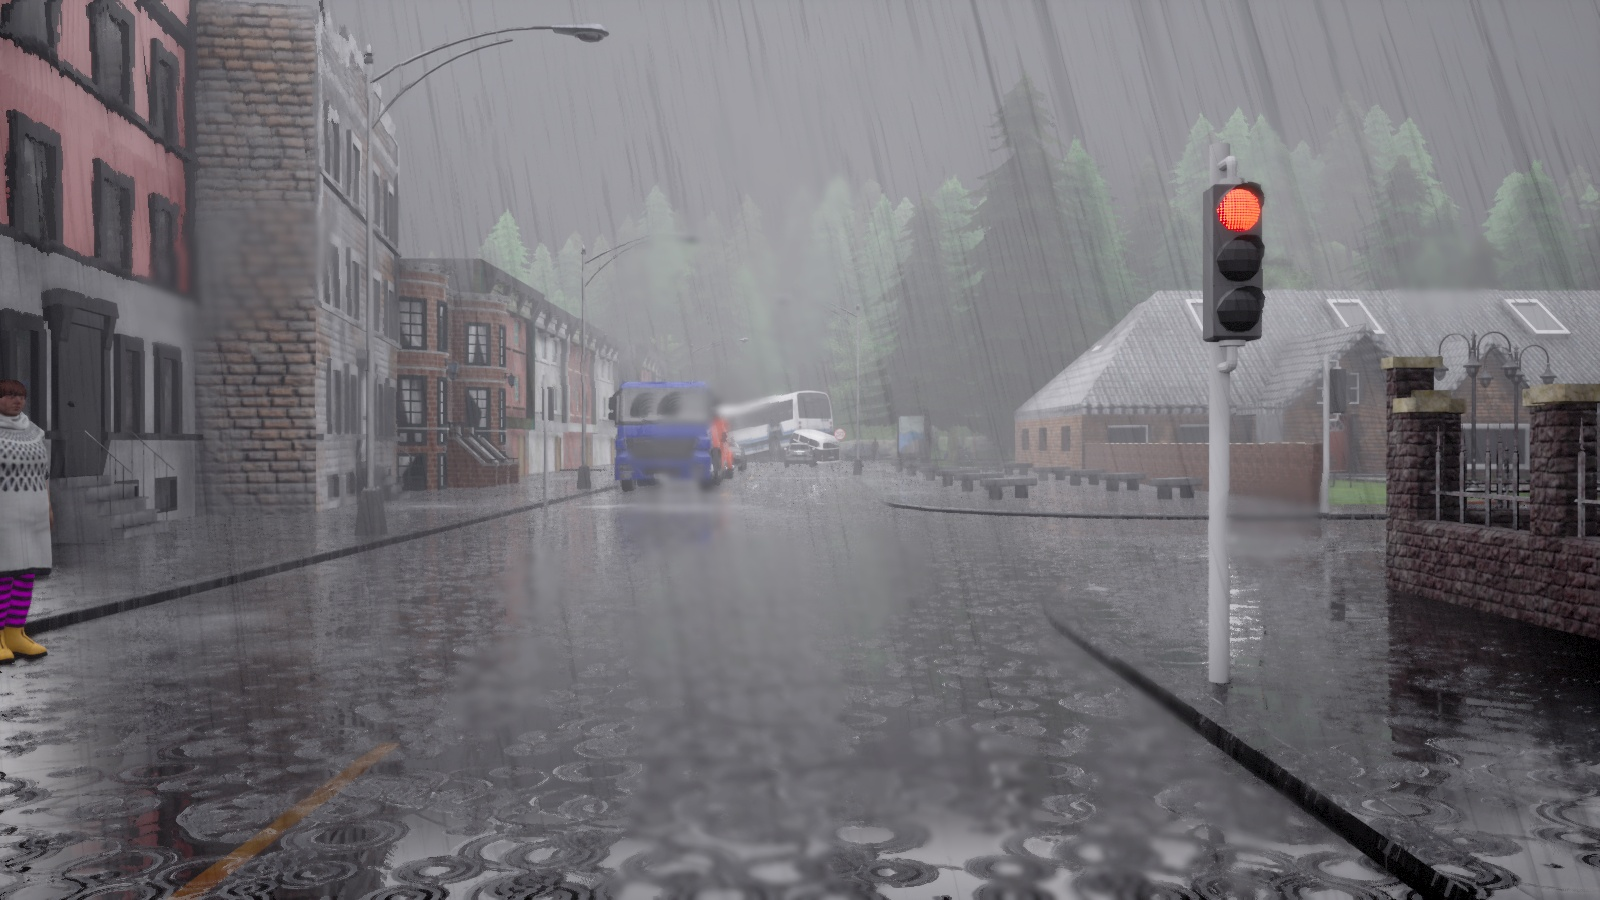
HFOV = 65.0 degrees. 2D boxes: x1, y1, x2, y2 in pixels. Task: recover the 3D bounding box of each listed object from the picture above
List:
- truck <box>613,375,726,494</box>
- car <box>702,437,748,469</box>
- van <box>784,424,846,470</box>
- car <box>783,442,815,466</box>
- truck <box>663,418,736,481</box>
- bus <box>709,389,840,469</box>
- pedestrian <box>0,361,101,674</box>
[{"bbox_3d":[-4.046,-0.467,40.682,2.891,3.462,7.936,0,0,0],"label":"truck"},{"bbox_3d":[-4.042,0.136,68.438,2.152,1.651,5.027,0,0,0],"label":"car"},{"bbox_3d":[0.970,-0.218,83.434,2.069,2.038,4.480,-5,14,-29],"label":"van"},{"bbox_3d":[-0.034,0.264,79.399,1.970,1.475,3.806,0,0,0],"label":"car"},{"bbox_3d":[-4.061,-0.035,51.564,2.627,2.467,5.204,0,0,0],"label":"truck"},{"bbox_3d":[-1.982,-1.367,90.223,3.944,4.253,10.273,0,-7,-37],"label":"bus"},{"bbox_3d":[-5.228,0.420,8.297,0.873,1.952,0.659,0,0,21],"label":"pedestrian"}]
